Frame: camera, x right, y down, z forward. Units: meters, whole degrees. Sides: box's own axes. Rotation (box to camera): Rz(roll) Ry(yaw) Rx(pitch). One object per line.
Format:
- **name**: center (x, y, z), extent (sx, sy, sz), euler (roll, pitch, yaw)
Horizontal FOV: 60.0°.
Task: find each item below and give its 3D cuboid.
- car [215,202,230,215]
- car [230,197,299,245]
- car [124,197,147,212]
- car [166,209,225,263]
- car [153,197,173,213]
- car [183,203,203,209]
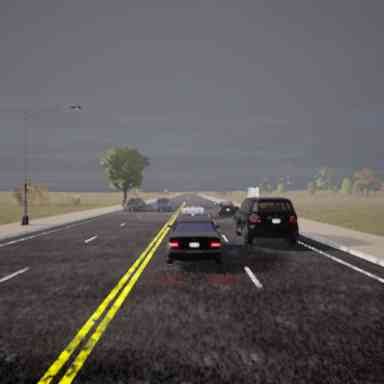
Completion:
- **car**: center (3.326, 1.634, 32.772), extent (1.994, 1.385, 4.181), euler (0, 0, 0)
- **car**: center (3.335, 1.257, 15.835), extent (2.150, 2.045, 5.566), euler (0, 0, 0)
- **car**: center (-6.616, 1.436, 39.036), extent (2.097, 1.767, 4.553), euler (0, 0, 0)
- **car**: center (0.078, 1.575, 12.077), extent (2.033, 1.411, 5.357), euler (0, 0, 0)
- **car**: center (-3.366, 1.435, 38.968), extent (2.097, 1.767, 4.553), euler (0, 0, 0)
- **car**: center (0.076, 1.667, 30.550), extent (1.895, 1.301, 4.718), euler (0, 0, 0)
